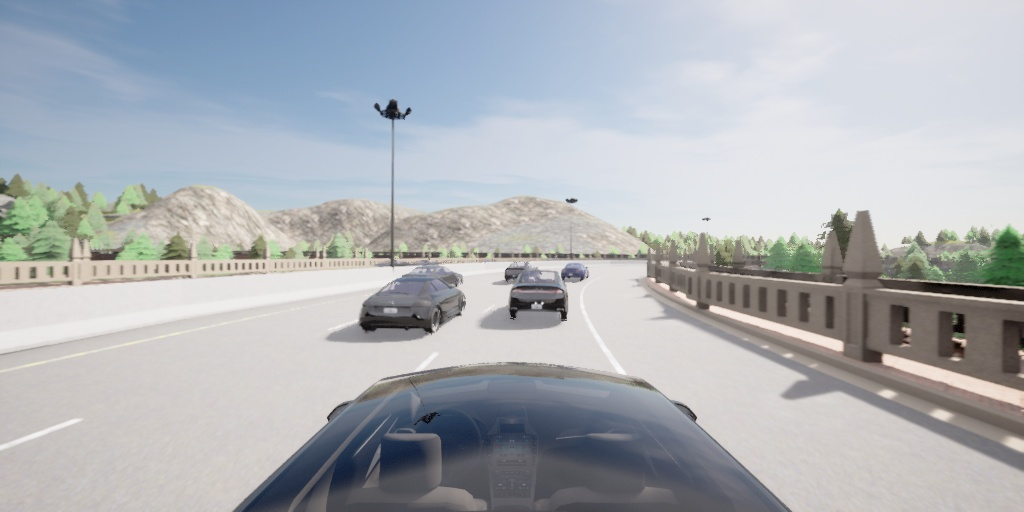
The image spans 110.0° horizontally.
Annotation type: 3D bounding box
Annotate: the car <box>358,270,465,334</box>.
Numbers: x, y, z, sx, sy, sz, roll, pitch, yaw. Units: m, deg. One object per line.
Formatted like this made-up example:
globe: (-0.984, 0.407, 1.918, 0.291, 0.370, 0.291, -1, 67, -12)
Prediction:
car: (-2.737, 1.294, 10.691, 1.994, 1.385, 4.181, 0, 0, 6)

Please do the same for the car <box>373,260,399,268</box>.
car: (-13.493, 1.150, 40.171, 2.128, 1.511, 4.902, 0, 0, 22)

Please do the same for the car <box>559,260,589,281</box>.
car: (5.345, 1.280, 30.253, 1.812, 1.442, 4.674, 0, 0, 19)

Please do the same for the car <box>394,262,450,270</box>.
car: (-4.604, 1.261, 21.187, 2.033, 1.411, 5.357, 0, 0, 13)

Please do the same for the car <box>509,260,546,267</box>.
car: (0.855, 1.226, 27.817, 2.128, 1.511, 4.902, 0, 0, 17)

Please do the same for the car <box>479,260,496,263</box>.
car: (-3.162, 1.250, 46.218, 2.033, 1.411, 5.357, 0, 0, 27)

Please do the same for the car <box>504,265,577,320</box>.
car: (1.012, 1.238, 12.682, 2.128, 1.511, 4.902, 0, 0, 7)

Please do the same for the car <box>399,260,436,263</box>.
car: (-9.803, 1.167, 40.013, 2.128, 1.511, 4.902, 0, 0, 23)
